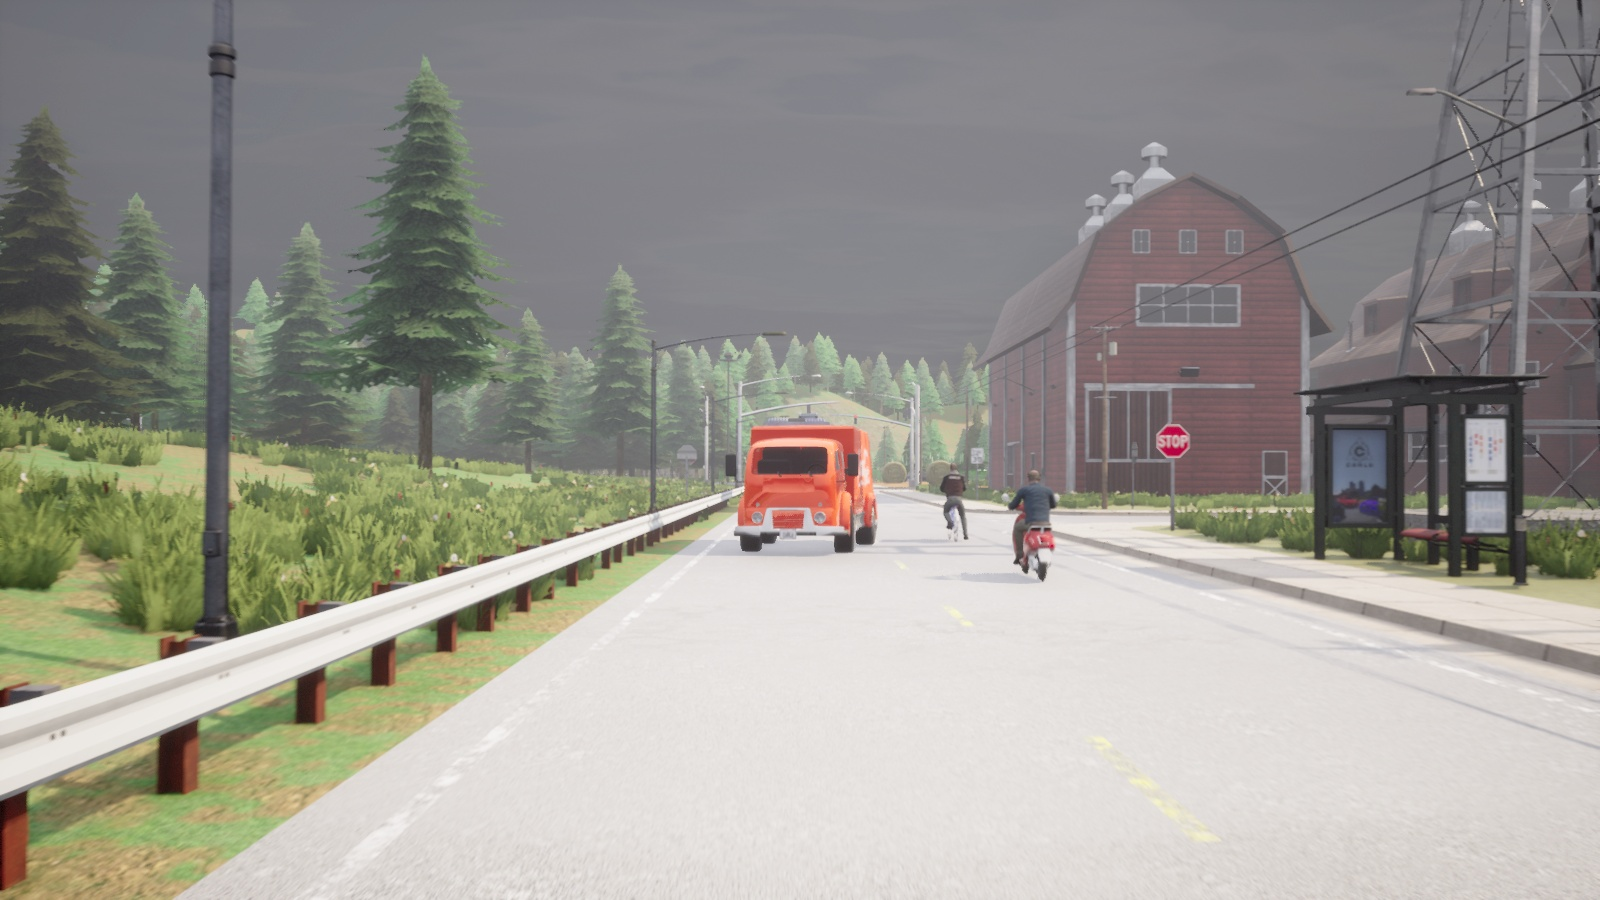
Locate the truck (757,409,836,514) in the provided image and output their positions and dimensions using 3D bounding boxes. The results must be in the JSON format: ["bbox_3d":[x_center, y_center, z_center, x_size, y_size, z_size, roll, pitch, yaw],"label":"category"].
[{"bbox_3d":[-0.128,0.493,50.509,2.891,3.827,8.468,0,-1,0],"label":"truck"}]

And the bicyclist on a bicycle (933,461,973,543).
[{"bbox_3d":[3.431,1.143,28.251,0.659,1.776,1.843,0,-1,0],"label":"bicyclist on a bicycle"}]

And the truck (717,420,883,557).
[{"bbox_3d":[0.159,0.752,25.452,2.627,2.467,5.204,-1,-1,8],"label":"truck"}]

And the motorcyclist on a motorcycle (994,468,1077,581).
[{"bbox_3d":[3.458,1.065,18.623,0.866,1.590,1.817,0,-1,0],"label":"motorcyclist on a motorcycle"}]
